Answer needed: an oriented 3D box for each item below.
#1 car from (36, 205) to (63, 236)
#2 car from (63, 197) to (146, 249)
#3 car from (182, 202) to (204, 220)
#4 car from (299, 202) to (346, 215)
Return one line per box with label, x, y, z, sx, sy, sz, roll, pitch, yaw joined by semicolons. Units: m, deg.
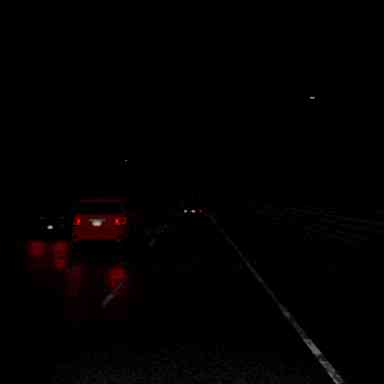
car;-6.904;1.493;18.618;2.128;1.511;4.902;0;0;0
car;-3.403;1.222;14.575;2.150;2.045;5.566;0;0;0
car;0.092;1.551;28.583;2.033;1.411;5.357;0;0;0
car;11.904;1.635;30.809;2.033;1.411;5.357;0;0;-13
